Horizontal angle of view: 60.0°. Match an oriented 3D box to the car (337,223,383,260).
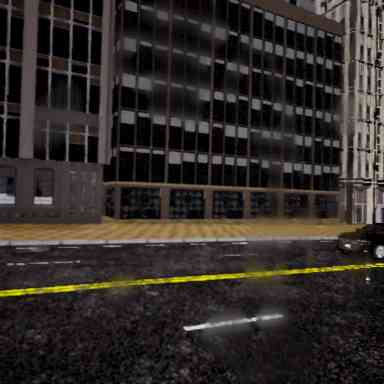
[{"bbox_3d":[9.056,2.200,15.661,5.008,1.535,1.882,3,-1,-26],"label":"car"}]
